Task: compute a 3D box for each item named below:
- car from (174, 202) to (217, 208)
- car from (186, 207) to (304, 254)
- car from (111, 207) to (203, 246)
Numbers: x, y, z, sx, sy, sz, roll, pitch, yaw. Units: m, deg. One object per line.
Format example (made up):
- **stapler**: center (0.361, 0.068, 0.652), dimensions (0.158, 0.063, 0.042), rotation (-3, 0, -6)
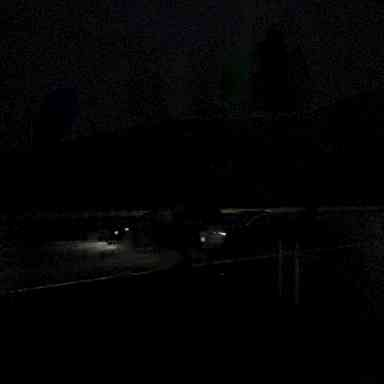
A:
- **car**: center (-0.284, 1.391, 20.328), dimensions (4.553, 1.767, 2.097), rotation (0, 0, -31)
- **car**: center (2.500, 1.540, 13.808), dimensions (4.902, 1.511, 2.128), rotation (1, 0, -32)
- **car**: center (-1.560, 1.584, 15.372), dimensions (4.181, 1.385, 1.994), rotation (1, 0, -33)
